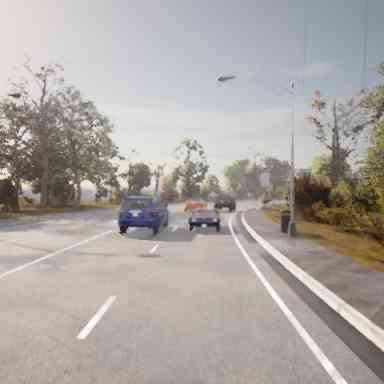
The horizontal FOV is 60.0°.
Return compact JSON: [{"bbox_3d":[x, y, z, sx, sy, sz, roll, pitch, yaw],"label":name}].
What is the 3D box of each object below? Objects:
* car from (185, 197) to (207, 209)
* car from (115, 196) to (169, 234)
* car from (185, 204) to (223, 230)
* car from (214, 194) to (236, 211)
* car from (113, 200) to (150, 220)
[{"bbox_3d":[0.597,1.444,41.485,2.097,1.767,4.553,0,0,13],"label":"car"},{"bbox_3d":[-2.738,1.262,19.822,2.150,2.045,5.566,0,0,4],"label":"car"},{"bbox_3d":[0.890,1.649,21.354,1.895,1.301,4.718,0,0,5],"label":"car"},{"bbox_3d":[4.238,1.323,41.818,2.150,2.045,5.566,0,0,14],"label":"car"},{"bbox_3d":[-5.352,1.557,30.129,1.882,1.535,5.008,0,0,8],"label":"car"}]
